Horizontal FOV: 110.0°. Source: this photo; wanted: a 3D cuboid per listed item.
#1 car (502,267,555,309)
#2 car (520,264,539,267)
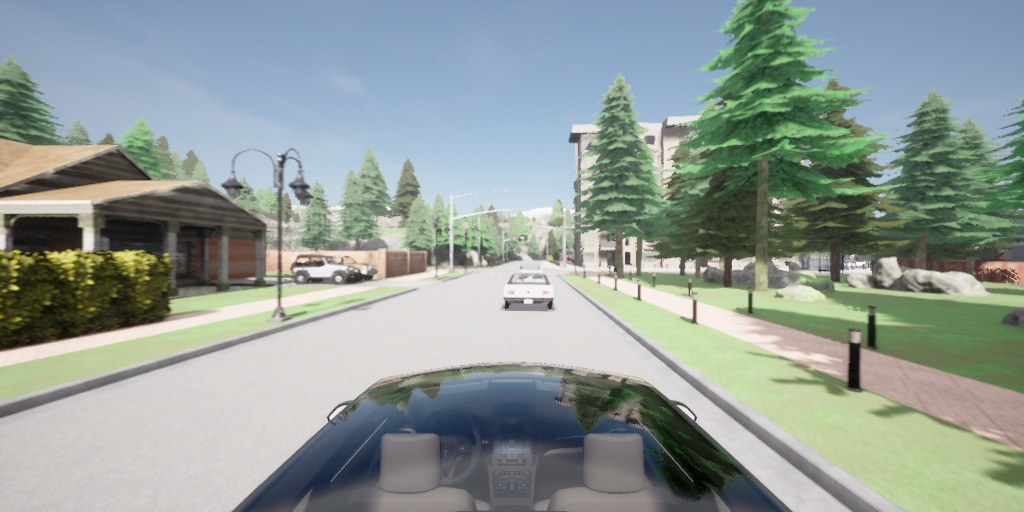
[{"bbox_3d":[0.697,1.327,14.913,1.895,1.301,4.718,0,0,3],"label":"car"},{"bbox_3d":[1.437,1.302,28.651,1.895,1.301,4.718,0,0,3],"label":"car"}]
